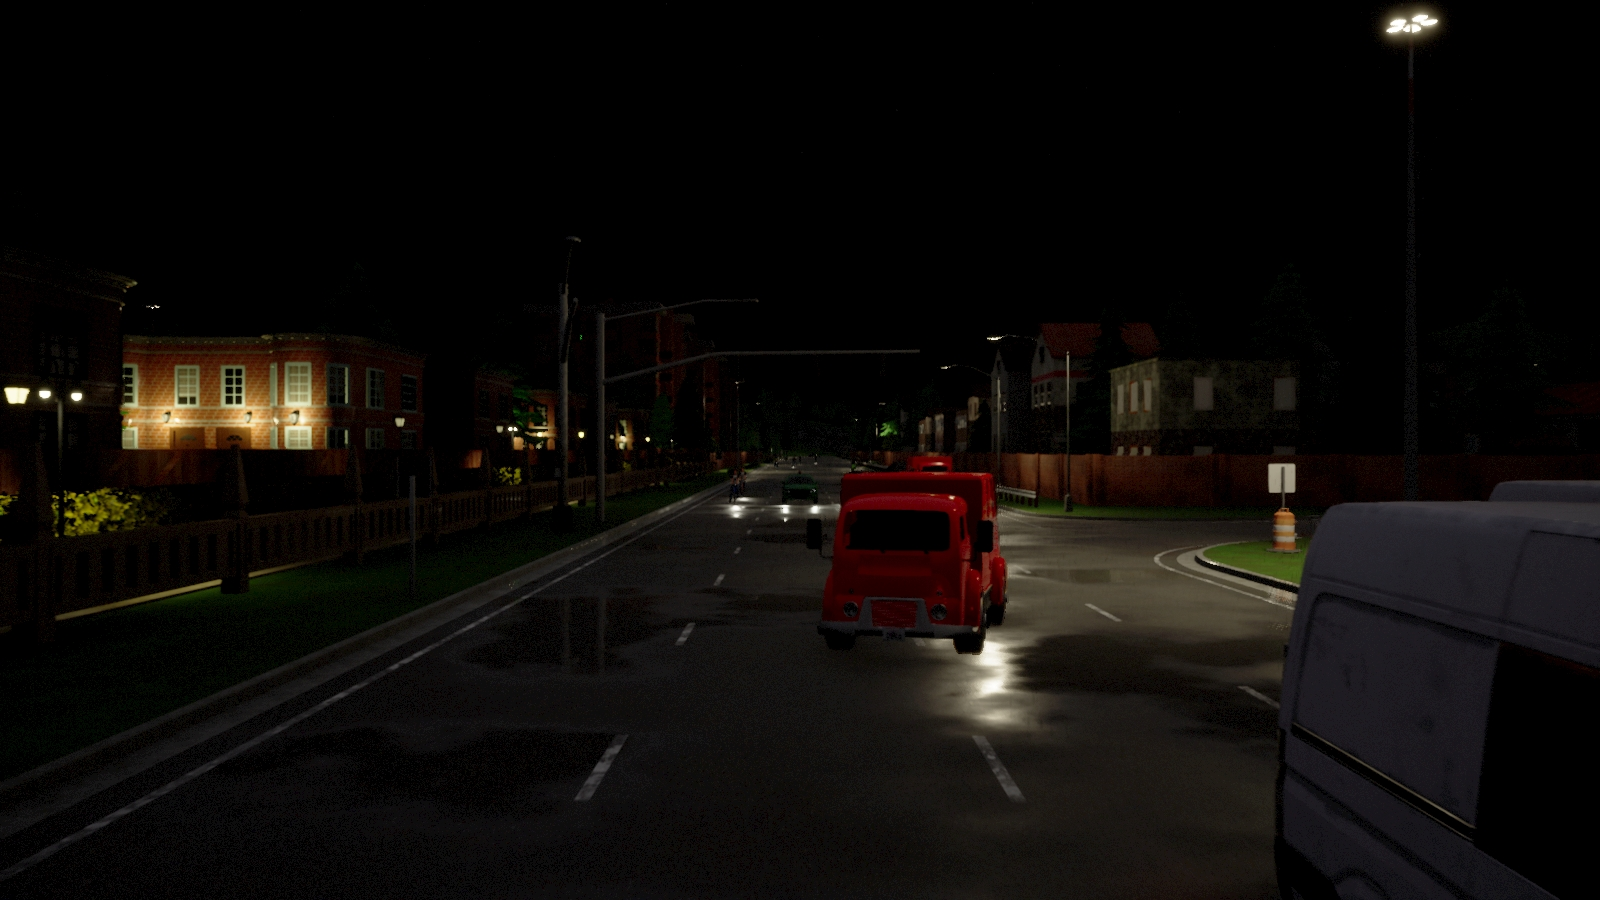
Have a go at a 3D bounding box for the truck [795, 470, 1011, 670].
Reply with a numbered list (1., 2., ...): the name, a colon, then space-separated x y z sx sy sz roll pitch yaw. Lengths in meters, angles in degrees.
1. truck: 1.782 1.580 17.363 2.627 2.467 5.204 0 0 13

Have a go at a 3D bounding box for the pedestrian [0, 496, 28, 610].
1. pedestrian: -13.180 1.711 19.029 0.375 1.860 0.375 0 0 0

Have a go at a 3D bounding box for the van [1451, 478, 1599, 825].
1. van: 7.004 1.539 7.593 1.988 2.561 5.915 0 0 0

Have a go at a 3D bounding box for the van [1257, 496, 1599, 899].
1. van: 3.504 1.536 3.309 1.988 2.561 5.915 0 0 0
